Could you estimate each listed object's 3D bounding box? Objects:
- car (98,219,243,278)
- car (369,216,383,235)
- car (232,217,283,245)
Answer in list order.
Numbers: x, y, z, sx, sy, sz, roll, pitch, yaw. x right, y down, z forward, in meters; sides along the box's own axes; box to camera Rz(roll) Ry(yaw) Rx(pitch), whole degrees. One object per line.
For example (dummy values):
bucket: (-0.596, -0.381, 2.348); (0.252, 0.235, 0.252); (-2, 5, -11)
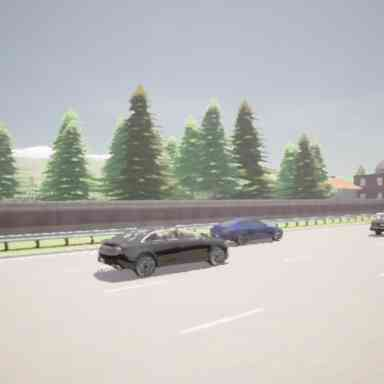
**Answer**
car: (-0.817, 1.934, 11.763); (4.902, 1.511, 2.128); (1, -2, -36)
car: (14.124, 2.162, 22.590); (5.357, 1.411, 2.033); (1, -2, -36)
car: (3.148, 2.166, 18.954); (4.674, 1.442, 1.812); (1, -2, -36)
